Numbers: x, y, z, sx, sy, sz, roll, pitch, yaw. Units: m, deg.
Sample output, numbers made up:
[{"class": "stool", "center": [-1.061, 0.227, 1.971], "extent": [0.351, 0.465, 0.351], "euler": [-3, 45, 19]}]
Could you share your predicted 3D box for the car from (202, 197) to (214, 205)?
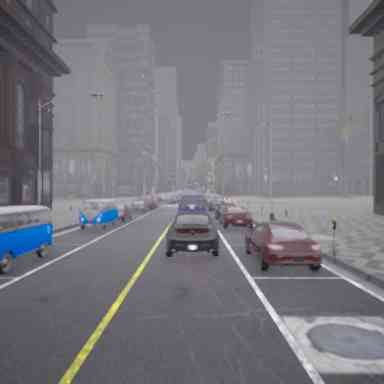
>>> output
[{"class": "car", "center": [2.742, 1.536, 59.268], "extent": [1.947, 1.339, 4.313], "euler": [0, 0, 0]}]

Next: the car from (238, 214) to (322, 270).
[{"class": "car", "center": [2.759, 1.582, 10.670], "extent": [1.802, 1.307, 4.206], "euler": [0, 0, 0]}]

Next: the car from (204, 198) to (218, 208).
[{"class": "car", "center": [2.745, 1.573, 48.467], "extent": [1.802, 1.307, 4.206], "euler": [0, 0, 0]}]

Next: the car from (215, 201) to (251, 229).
[{"class": "car", "center": [2.755, 1.545, 21.469], "extent": [1.887, 1.381, 4.507], "euler": [0, 0, 0]}]

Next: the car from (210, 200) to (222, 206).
[{"class": "car", "center": [2.753, 1.567, 26.868], "extent": [1.947, 1.339, 4.313], "euler": [0, 0, 0]}]

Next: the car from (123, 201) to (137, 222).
[{"class": "car", "center": [-5.772, 1.583, 26.103], "extent": [1.802, 1.307, 4.206], "euler": [0, 0, 0]}]

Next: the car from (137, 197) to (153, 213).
[{"class": "car", "center": [-5.776, 1.583, 36.705], "extent": [1.802, 1.307, 4.206], "euler": [0, 0, 0]}]

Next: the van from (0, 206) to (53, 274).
[{"class": "van", "center": [-5.765, 1.341, 10.201], "extent": [1.690, 1.788, 3.998], "euler": [0, 0, 0]}]

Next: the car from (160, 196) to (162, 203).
[{"class": "car", "center": [-5.779, 1.433, 47.307], "extent": [1.967, 1.590, 4.097], "euler": [0, 0, 0]}]

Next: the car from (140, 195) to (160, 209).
[{"class": "car", "center": [-5.778, 1.314, 42.005], "extent": [2.192, 1.841, 5.009], "euler": [0, 0, 0]}]

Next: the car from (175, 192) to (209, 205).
[{"class": "car", "center": [0.018, 1.224, 26.972], "extent": [2.150, 2.045, 5.566], "euler": [0, 0, 1]}]

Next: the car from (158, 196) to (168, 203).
[{"class": "car", "center": [-5.786, 1.530, 66.636], "extent": [1.802, 1.307, 4.206], "euler": [0, 0, 0]}]

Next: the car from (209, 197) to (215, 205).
[{"class": "car", "center": [2.749, 1.566, 37.667], "extent": [1.947, 1.339, 4.313], "euler": [0, 0, 0]}]

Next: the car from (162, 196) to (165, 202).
[{"class": "car", "center": [-7.522, 1.354, 60.710], "extent": [4.403, 1.369, 2.008], "euler": [-1, 1, -9]}]

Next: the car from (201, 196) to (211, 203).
[{"class": "car", "center": [2.739, 1.514, 66.634], "extent": [1.947, 1.339, 4.313], "euler": [0, 0, 0]}]

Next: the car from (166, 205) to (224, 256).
[{"class": "car", "center": [0.037, 1.506, 13.058], "extent": [1.837, 1.490, 4.892], "euler": [0, 0, 0]}]

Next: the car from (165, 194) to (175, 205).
[{"class": "car", "center": [-3.084, 1.537, 57.642], "extent": [1.994, 1.385, 4.181], "euler": [0, 0, 0]}]

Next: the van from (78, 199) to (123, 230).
[{"class": "van", "center": [-5.769, 1.342, 20.802], "extent": [1.690, 1.788, 3.998], "euler": [0, 0, 0]}]
